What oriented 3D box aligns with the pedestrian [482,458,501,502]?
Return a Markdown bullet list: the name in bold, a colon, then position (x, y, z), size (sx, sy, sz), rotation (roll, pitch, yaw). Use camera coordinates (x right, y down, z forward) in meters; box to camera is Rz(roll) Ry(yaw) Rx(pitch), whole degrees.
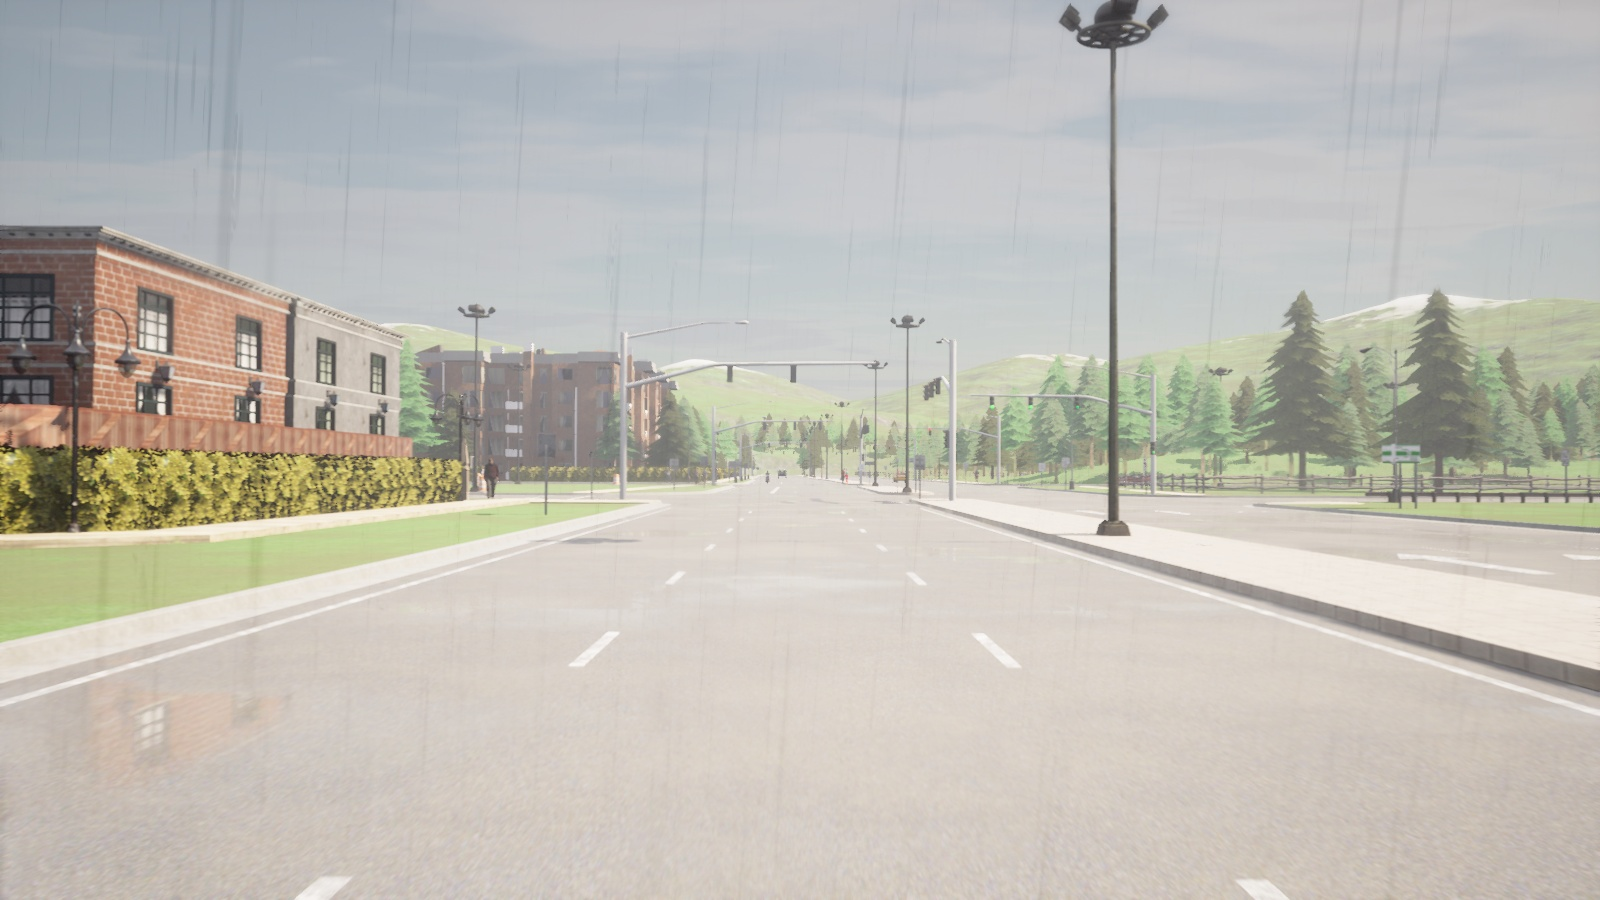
- **pedestrian**: position (-12.967, 1.250, 52.835), size (0.634, 1.844, 0.899), rotation (0, -1, -3)
